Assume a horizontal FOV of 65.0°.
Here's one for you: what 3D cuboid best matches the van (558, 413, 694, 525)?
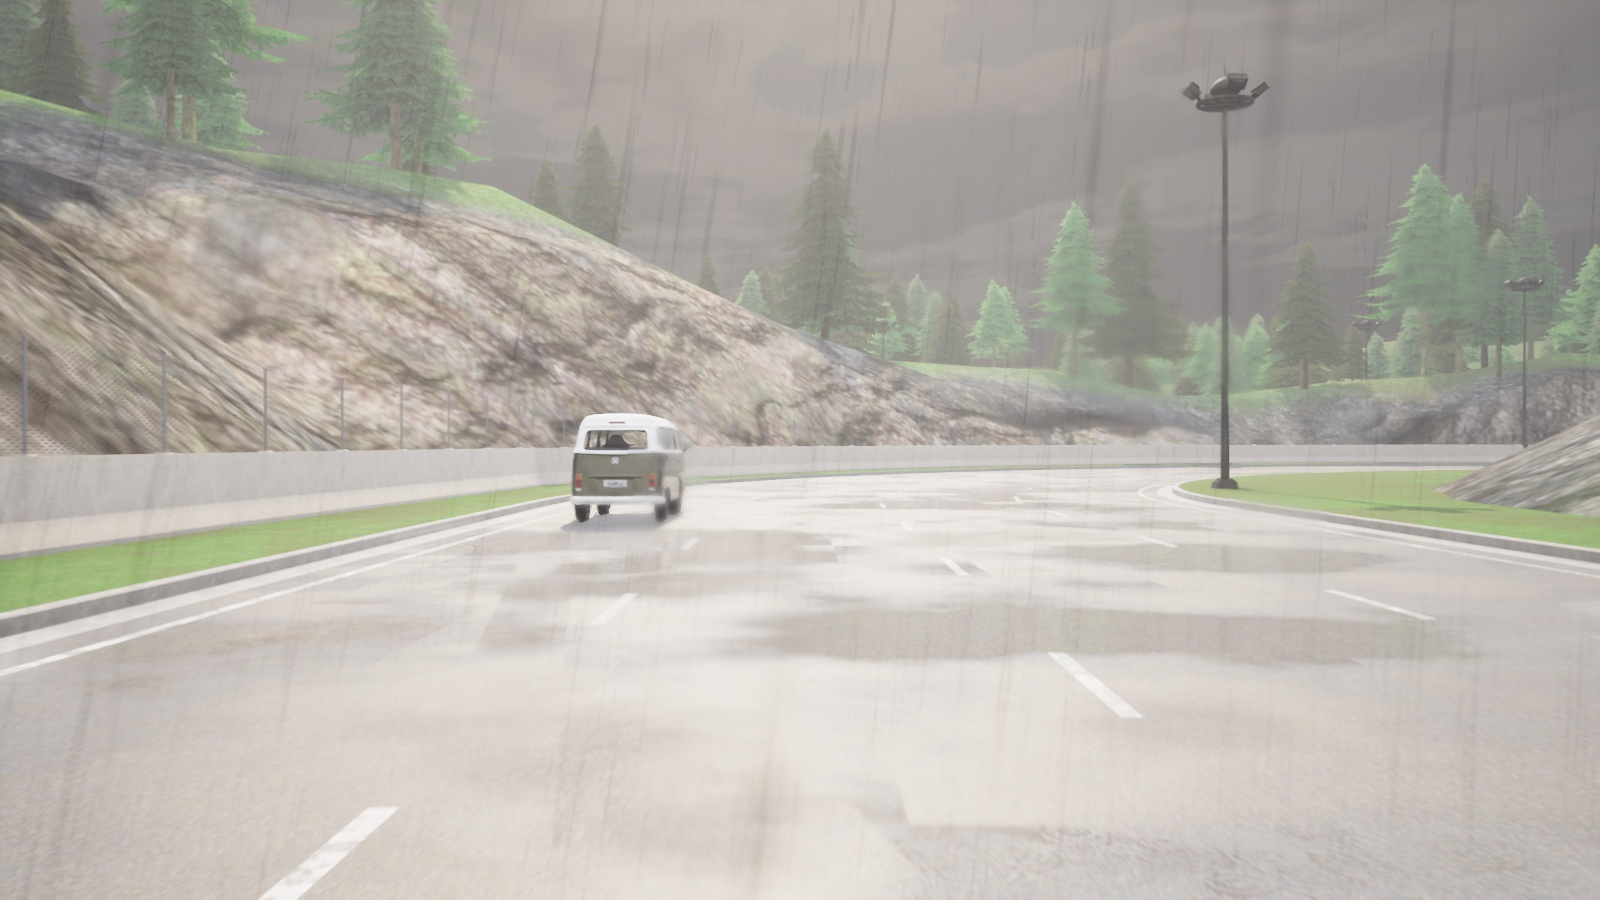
[{"bbox_3d":[-3.342,0.326,25.050,2.069,2.038,4.480,0,0,0],"label":"van"}]
